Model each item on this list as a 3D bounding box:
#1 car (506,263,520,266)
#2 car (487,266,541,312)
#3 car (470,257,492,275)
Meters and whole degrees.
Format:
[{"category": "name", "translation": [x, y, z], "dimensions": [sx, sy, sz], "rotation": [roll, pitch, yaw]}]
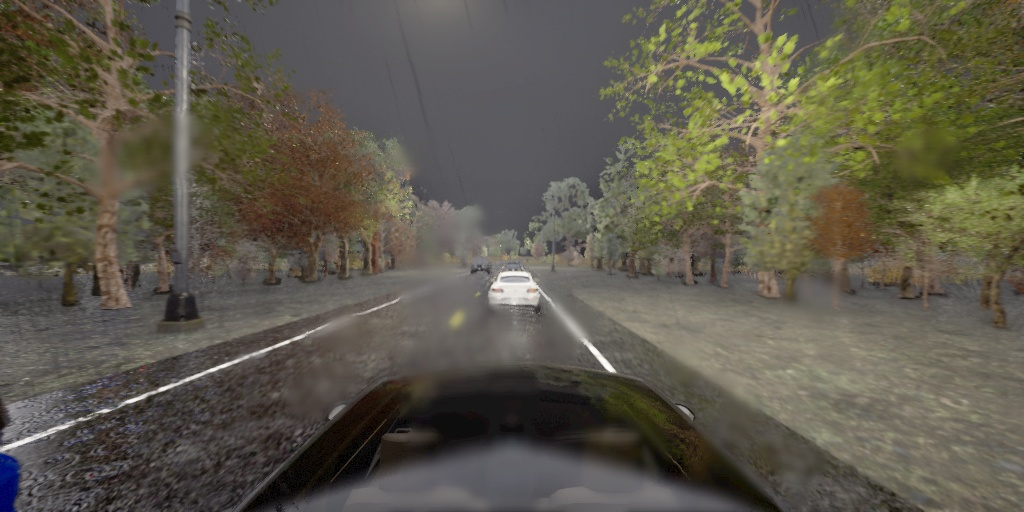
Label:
[{"category": "car", "translation": [0.115, 1.408, 37.012], "dimensions": [2.033, 1.411, 5.357], "rotation": [0, 0, 0]}, {"category": "car", "translation": [0.107, 1.316, 14.254], "dimensions": [1.812, 1.442, 4.674], "rotation": [0, 0, 0]}, {"category": "car", "translation": [-3.557, 1.093, 42.201], "dimensions": [2.150, 2.045, 5.566], "rotation": [0, -1, 0]}]
